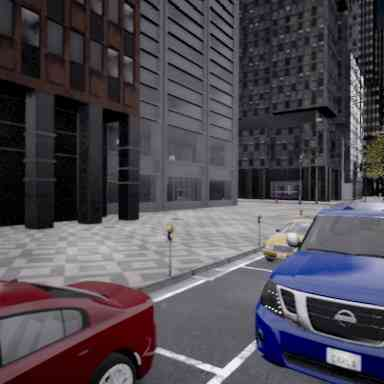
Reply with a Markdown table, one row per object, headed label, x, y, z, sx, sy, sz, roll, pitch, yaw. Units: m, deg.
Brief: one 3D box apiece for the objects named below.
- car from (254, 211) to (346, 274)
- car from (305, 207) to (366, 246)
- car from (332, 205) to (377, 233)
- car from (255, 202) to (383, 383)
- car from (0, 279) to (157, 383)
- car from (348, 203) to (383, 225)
| label | x | y | z | sx | sy | sz | roll | pitch | yaw |
| --- | --- | --- | --- | --- | --- | --- | --- | --- | --- |
| car | 3.958 | 1.534 | 11.597 | 1.752 | 1.417 | 4.829 | 0 | 0 | 34 |
| car | 7.162 | 1.564 | 16.306 | 1.887 | 1.381 | 4.507 | 0 | 0 | 34 |
| car | 10.271 | 1.574 | 20.873 | 1.887 | 1.381 | 4.507 | 0 | 0 | 34 |
| car | 2.986 | 1.229 | 5.419 | 2.150 | 2.045 | 5.566 | 0 | 0 | 34 |
| car | -2.164 | 1.535 | 2.602 | 1.887 | 1.381 | 4.507 | 0 | 0 | 34 |
| car | 13.380 | 1.584 | 25.441 | 1.887 | 1.381 | 4.507 | 0 | 0 | 34 |
